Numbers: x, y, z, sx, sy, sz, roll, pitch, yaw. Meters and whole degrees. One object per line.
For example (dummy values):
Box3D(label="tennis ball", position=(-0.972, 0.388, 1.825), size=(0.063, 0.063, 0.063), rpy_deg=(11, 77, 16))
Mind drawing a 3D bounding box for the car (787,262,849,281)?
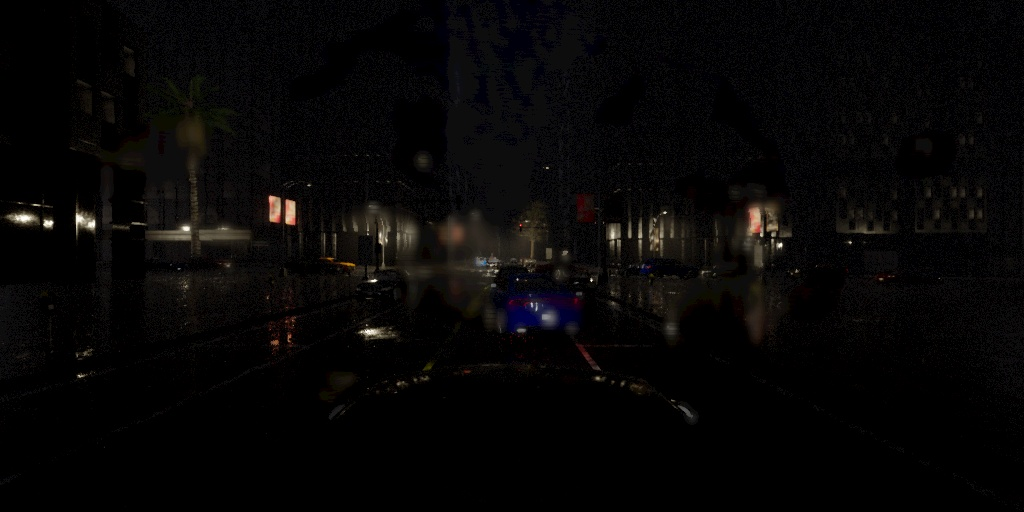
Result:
Box3D(label="car", position=(33.073, 1.626, 38.801), size=(5.566, 2.045, 2.150), rpy_deg=(1, 0, 0))

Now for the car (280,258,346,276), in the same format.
Box3D(label="car", position=(-18.096, 0.930, 32.267), size=(5.008, 1.535, 1.882), rpy_deg=(1, 0, 1))

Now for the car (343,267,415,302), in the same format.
Box3D(label="car", position=(-5.768, 1.302, 16.737), size=(2.007, 1.370, 4.403), rpy_deg=(0, 0, 0))

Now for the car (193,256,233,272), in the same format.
Box3D(label="car", position=(-30.356, 0.770, 35.545), size=(4.674, 1.442, 1.812), rpy_deg=(1, 0, 0))

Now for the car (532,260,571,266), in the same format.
Box3D(label="car", position=(4.627, 1.274, 32.189), size=(5.008, 1.535, 1.882), rpy_deg=(1, 0, 0))

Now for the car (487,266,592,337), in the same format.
Box3D(label="car", position=(0.459, 1.228, 10.450), size=(1.882, 1.535, 5.008), rpy_deg=(0, 0, -8))

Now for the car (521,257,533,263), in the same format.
Box3D(label="car", position=(2.931, 1.318, 58.920), size=(2.007, 1.370, 4.403), rpy_deg=(0, 0, 0))

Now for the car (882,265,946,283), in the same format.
Box3D(label="car", position=(43.369, 1.953, 38.738), size=(4.553, 1.767, 2.097), rpy_deg=(1, 0, 1))

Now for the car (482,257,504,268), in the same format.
Box3D(label="car", position=(-2.928, 1.258, 56.103), size=(2.128, 1.511, 4.902), rpy_deg=(0, 0, 2))

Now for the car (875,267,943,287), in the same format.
Box3D(label="car", position=(35.350, 1.960, 32.107), size=(4.674, 1.442, 1.812), rpy_deg=(1, 0, 0))

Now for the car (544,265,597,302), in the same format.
Box3D(label="car", position=(2.757, 1.302, 16.737), size=(2.007, 1.370, 4.403), rpy_deg=(0, 0, 0))

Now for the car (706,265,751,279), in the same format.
Box3D(label="car", position=(23.150, 1.707, 38.839), size=(4.902, 1.511, 2.128), rpy_deg=(1, 0, 0))

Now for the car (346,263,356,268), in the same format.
Box3D(label="car", position=(-18.096, 0.936, 35.511), size=(5.008, 1.535, 1.882), rpy_deg=(1, 0, 0))

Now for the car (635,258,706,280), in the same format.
Box3D(label="car", position=(15.584, 1.287, 35.415), size=(5.566, 2.045, 2.150), rpy_deg=(1, 0, 0))

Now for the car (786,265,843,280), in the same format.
Box3D(label="car", position=(35.396, 1.933, 42.043), size=(5.008, 1.535, 1.882), rpy_deg=(1, 0, 0))

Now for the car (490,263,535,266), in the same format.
Box3D(label="car", position=(0.061, 1.257, 17.944), size=(1.837, 1.490, 4.892), rpy_deg=(0, 0, 0))

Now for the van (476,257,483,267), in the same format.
Box3D(label="van", position=(-5.546, 1.111, 64.505), size=(1.690, 1.789, 3.998), rpy_deg=(0, 0, 0))

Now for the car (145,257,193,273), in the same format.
Box3D(label="car", position=(-32.179, 0.806, 32.299), size=(4.718, 1.301, 1.895), rpy_deg=(1, 0, 0))

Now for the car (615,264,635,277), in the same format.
Box3D(label="car", position=(13.731, 1.531, 38.851), size=(4.902, 1.511, 2.128), rpy_deg=(1, 0, -1))
